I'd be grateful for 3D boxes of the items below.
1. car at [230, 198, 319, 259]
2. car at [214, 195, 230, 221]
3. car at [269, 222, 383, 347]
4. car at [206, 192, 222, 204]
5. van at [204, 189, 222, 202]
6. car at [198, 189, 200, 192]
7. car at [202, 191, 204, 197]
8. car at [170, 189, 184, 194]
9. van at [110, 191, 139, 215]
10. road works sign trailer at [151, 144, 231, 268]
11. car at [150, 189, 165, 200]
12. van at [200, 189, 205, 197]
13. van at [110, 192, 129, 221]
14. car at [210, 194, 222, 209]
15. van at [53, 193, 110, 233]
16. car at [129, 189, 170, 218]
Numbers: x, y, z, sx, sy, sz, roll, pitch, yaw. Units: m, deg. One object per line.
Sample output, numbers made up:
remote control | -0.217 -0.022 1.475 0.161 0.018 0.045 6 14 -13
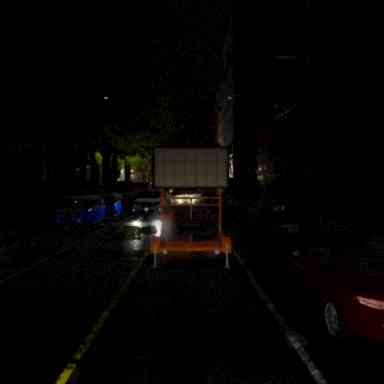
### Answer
car | 2.822 1.125 11.671 2.192 1.841 5.009 0 1 0
car | 2.792 1.169 22.994 1.887 1.381 4.507 0 1 0
car | 2.840 1.484 6.015 1.802 1.307 4.206 0 1 0
car | 2.759 1.015 34.314 1.802 1.307 4.206 0 1 0
van | 2.743 0.677 39.969 1.690 1.788 3.998 0 1 0
car | 2.679 0.504 62.612 1.947 1.339 4.313 0 1 0
car | 2.727 0.783 45.633 1.887 1.381 4.507 0 1 0
car | -3.191 0.094 67.386 1.812 1.442 4.674 0 1 0
van | -5.750 0.871 28.598 1.690 1.788 3.998 0 1 0
road works sign trailer | -0.028 0.292 10.603 2.380 3.560 2.880 0 1 0
car | -5.830 0.356 56.883 2.192 1.841 5.009 0 1 0
van | 2.695 0.380 56.948 1.690 1.788 3.998 0 1 0
van | -5.734 0.966 22.941 1.690 1.788 3.998 0 1 0
car | 2.776 1.111 28.654 1.802 1.307 4.206 0 1 0
van | -5.718 1.060 17.284 1.690 1.788 3.998 0 1 0
car | -3.172 0.799 25.783 2.150 2.045 5.566 0 1 0
